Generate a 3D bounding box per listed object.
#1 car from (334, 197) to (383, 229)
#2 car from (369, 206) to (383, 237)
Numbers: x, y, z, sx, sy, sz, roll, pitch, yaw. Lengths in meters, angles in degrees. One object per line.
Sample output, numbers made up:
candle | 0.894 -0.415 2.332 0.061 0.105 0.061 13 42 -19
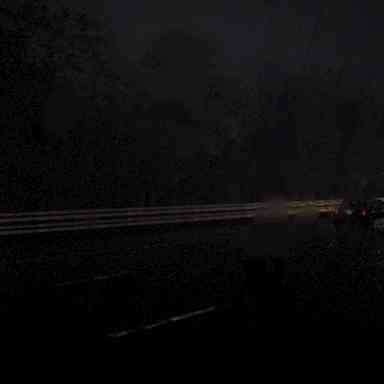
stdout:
car | 10.520 1.155 19.847 4.553 1.767 2.097 -1 0 -35
car | 10.583 1.429 15.603 4.718 1.301 1.895 -1 0 -35
